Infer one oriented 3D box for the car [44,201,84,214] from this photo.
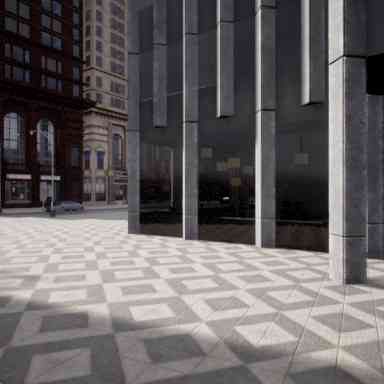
[{"bbox_3d":[-13.925,1.633,36.289,1.994,1.385,4.181,0,0,35],"label":"car"}]
